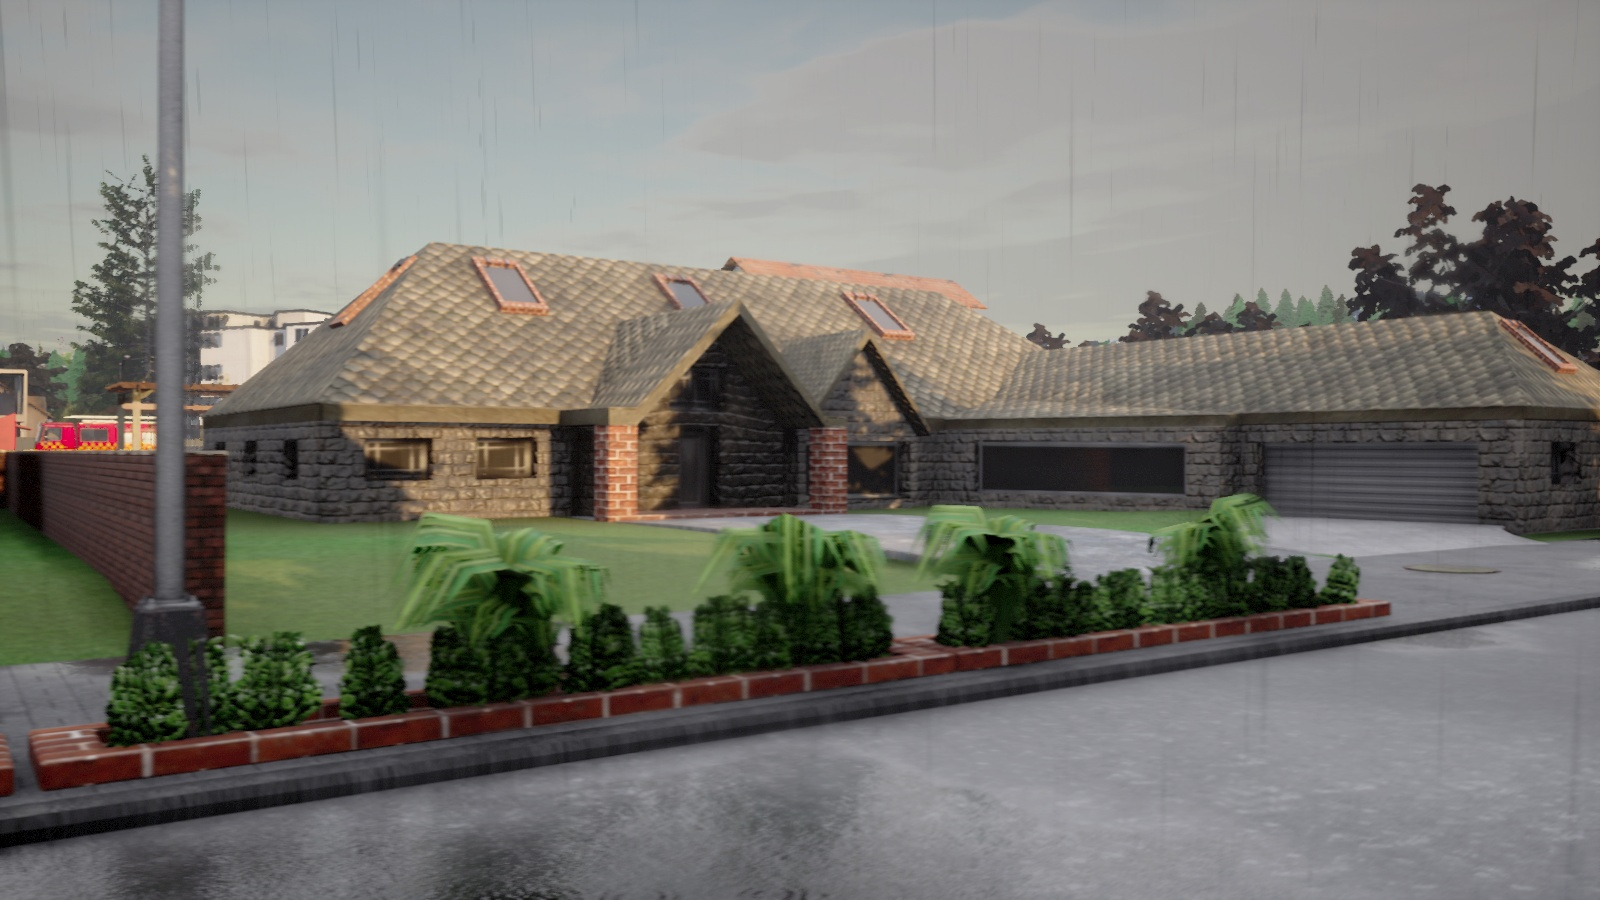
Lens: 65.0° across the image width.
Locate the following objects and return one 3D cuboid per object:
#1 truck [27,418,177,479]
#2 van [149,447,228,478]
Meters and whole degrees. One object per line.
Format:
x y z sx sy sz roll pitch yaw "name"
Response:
-45.803 -0.121 82.526 8.468 3.827 2.891 0 0 -33 "truck"
-39.839 0.782 81.864 4.442 1.987 1.775 0 0 -35 "van"
